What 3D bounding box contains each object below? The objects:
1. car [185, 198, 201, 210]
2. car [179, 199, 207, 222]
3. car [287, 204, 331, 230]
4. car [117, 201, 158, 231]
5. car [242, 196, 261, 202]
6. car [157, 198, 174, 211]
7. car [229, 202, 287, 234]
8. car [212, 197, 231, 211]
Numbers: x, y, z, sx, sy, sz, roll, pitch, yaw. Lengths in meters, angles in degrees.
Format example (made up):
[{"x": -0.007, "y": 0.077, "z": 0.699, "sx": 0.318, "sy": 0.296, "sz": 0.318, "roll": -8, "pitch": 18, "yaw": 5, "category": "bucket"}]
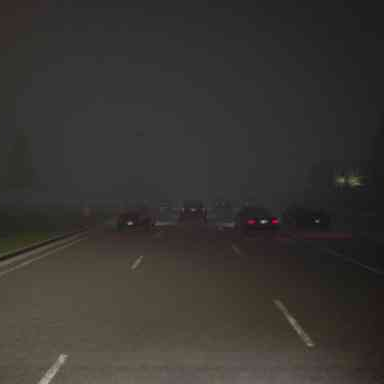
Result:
[{"x": 0.108, "y": 1.571, "z": 44.287, "sx": 2.033, "sy": 1.411, "sz": 5.357, "roll": 0, "pitch": 0, "yaw": 0, "category": "car"}, {"x": 0.105, "y": 1.365, "z": 26.686, "sx": 2.097, "sy": 1.767, "sz": 4.553, "roll": 0, "pitch": 0, "yaw": 0, "category": "car"}, {"x": 7.104, "y": 1.489, "z": 21.296, "sx": 1.882, "sy": 1.535, "sz": 5.008, "roll": 0, "pitch": 0, "yaw": 0, "category": "car"}, {"x": -3.396, "y": 1.537, "z": 20.570, "sx": 1.812, "sy": 1.442, "sz": 4.674, "roll": 0, "pitch": 0, "yaw": 0, "category": "car"}, {"x": 7.107, "y": 1.373, "z": 39.847, "sx": 2.097, "sy": 1.767, "sz": 4.553, "roll": 0, "pitch": 0, "yaw": 0, "category": "car"}, {"x": -3.393, "y": 1.526, "z": 41.042, "sx": 1.837, "sy": 1.490, "sz": 4.892, "roll": 0, "pitch": 0, "yaw": 0, "category": "car"}, {"x": 3.604, "y": 1.558, "z": 19.354, "sx": 2.033, "sy": 1.411, "sz": 5.357, "roll": 0, "pitch": 0, "yaw": 0, "category": "car"}, {"x": 3.607, "y": 1.373, "z": 40.068, "sx": 2.097, "sy": 1.767, "sz": 4.553, "roll": 0, "pitch": 0, "yaw": 0, "category": "car"}]
